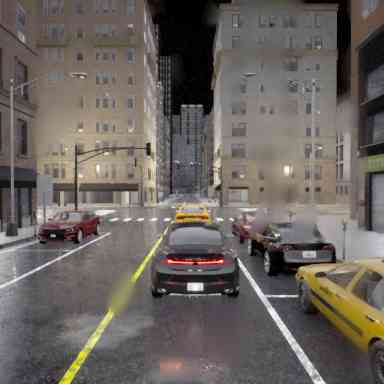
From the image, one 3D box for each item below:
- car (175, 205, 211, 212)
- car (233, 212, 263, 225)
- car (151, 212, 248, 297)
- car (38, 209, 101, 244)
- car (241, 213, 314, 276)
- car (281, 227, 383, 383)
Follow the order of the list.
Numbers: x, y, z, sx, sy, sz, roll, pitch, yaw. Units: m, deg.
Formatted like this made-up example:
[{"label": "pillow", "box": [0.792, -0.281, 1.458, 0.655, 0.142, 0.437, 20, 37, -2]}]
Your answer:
[{"label": "car", "box": [0.054, 1.472, 18.993, 1.882, 1.535, 5.008, 0, 0, 1]}, {"label": "car", "box": [2.884, 1.577, 15.804, 1.802, 1.307, 4.206, -1, 0, 0]}, {"label": "car", "box": [0.074, 1.503, 8.566, 1.837, 1.490, 4.892, 0, 0, 0]}, {"label": "car", "box": [-5.662, 1.540, 15.811, 1.887, 1.381, 4.507, -1, 0, 0]}, {"label": "car", "box": [2.877, 1.563, 10.218, 1.947, 1.339, 4.313, -1, 0, 0]}, {"label": "car", "box": [2.870, 1.524, 4.802, 1.752, 1.417, 4.829, -1, 0, 0]}]
